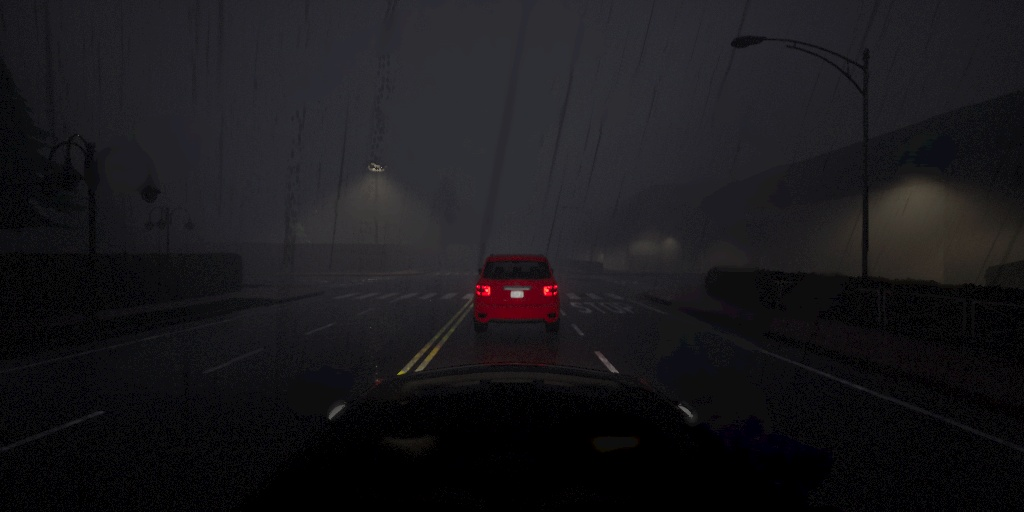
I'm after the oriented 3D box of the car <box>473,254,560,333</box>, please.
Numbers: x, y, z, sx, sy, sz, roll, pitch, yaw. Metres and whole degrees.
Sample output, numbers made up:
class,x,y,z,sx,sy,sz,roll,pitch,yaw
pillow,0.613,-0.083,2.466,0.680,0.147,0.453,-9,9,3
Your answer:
class,x,y,z,sx,sy,sz,roll,pitch,yaw
car,0.122,0.963,10.846,2.150,2.045,5.566,0,0,0

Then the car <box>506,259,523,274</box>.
class,x,y,z,sx,sy,sz,roll,pitch,yaw
car,0.305,1.188,41.184,1.882,1.535,5.008,0,0,1
